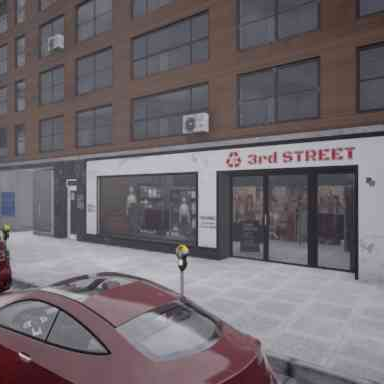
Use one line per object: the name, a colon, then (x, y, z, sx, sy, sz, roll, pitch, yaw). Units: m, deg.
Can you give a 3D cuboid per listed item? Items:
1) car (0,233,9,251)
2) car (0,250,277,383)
car: (-5.693, 1.315, 6.858, 5.009, 1.841, 2.192, 0, 0, 35)
car: (-1.196, 1.582, 3.659, 4.206, 1.307, 1.802, 0, 0, 35)
